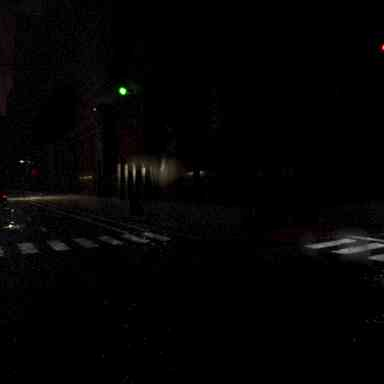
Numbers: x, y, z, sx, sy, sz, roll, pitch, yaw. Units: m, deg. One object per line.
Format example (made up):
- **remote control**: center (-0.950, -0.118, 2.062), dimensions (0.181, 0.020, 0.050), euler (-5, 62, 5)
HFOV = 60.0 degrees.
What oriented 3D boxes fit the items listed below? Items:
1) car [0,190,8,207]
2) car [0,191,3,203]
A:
- **car**: center (-24.181, 0.770, 41.288), dimensions (2.150, 2.045, 5.566), euler (-1, 1, -32)
- **car**: center (-31.681, 0.747, 53.431), dimensions (2.097, 1.767, 4.553), euler (-1, 1, -32)
